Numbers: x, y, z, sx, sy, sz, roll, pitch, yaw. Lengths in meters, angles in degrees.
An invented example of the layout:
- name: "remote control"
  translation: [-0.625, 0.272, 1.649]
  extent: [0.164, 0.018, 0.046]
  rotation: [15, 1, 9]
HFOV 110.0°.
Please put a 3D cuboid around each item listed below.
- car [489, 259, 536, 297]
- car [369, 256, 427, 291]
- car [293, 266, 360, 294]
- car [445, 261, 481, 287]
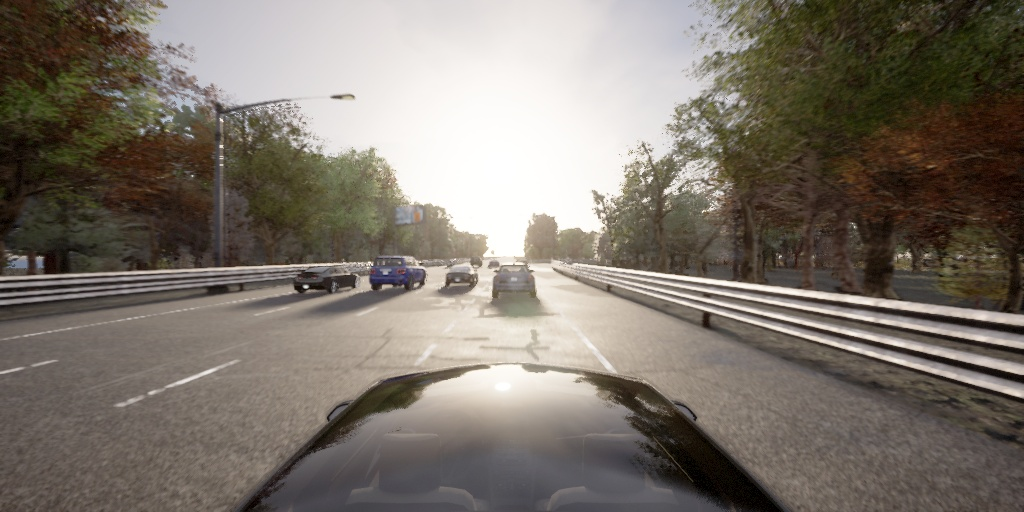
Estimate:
- name: "car"
  translation: [0.100, 1.133, 19.172]
  extent: [2.097, 1.767, 4.553]
  rotation: [0, 0, 0]
- name: "car"
  translation: [-6.900, 1.009, 22.242]
  extent: [2.150, 2.045, 5.566]
  rotation: [0, 0, 0]
- name: "car"
  translation: [-10.400, 1.289, 20.519]
  extent: [1.837, 1.490, 4.892]
  rotation: [0, 0, 0]
- name: "car"
  translation: [-3.398, 1.317, 24.710]
  extent: [1.812, 1.442, 4.674]
  rotation: [0, 0, 0]
